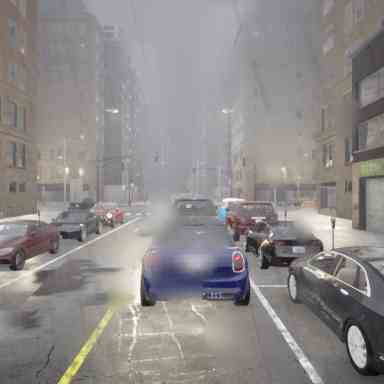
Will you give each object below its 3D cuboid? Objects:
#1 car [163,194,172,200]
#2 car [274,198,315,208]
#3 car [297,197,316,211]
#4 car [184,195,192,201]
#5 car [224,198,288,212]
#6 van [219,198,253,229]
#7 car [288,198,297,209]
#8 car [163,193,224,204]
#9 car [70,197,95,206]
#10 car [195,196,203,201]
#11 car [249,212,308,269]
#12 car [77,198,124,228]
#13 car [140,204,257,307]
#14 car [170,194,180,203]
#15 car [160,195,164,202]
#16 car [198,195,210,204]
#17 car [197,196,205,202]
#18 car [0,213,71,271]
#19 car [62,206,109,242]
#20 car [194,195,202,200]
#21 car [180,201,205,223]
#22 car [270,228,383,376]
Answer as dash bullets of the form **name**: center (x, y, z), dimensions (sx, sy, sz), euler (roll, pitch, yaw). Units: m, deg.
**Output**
- **car**: center (-6.884, 1.389, 93.887), dimensions (2.192, 1.841, 5.009), euler (0, 0, -1)
- **car**: center (15.024, 1.540, 48.788), dimensions (5.357, 1.411, 2.033), euler (0, 0, -1)
- **car**: center (15.331, 1.458, 38.841), dimensions (5.008, 1.535, 1.882), euler (0, 0, -1)
- **car**: center (-1.141, 1.614, 91.061), dimensions (1.994, 1.385, 4.181), euler (0, 0, -1)
- **car**: center (2.808, 1.315, 16.416), dimensions (2.192, 1.841, 5.009), euler (0, 0, 0)
- **van**: center (2.789, 1.341, 21.939), dimensions (1.690, 1.788, 3.998), euler (0, 0, 0)
- **car**: center (14.891, 1.480, 45.537), dimensions (4.902, 1.511, 2.128), euler (0, 0, -1)
- **car**: center (0.050, 1.222, 15.528), dimensions (2.150, 2.045, 5.566), euler (0, 0, 0)
- **car**: center (-11.612, 1.357, 38.301), dimensions (4.553, 1.767, 2.097), euler (0, 0, 4)
- **car**: center (1.783, 1.638, 88.437), dimensions (1.802, 1.307, 4.206), euler (0, 0, -1)
- **car**: center (2.826, 1.566, 10.892), dimensions (1.947, 1.339, 4.313), euler (0, 0, 0)
- **car**: center (-5.737, 1.440, 21.905), dimensions (1.967, 1.590, 4.097), euler (0, 0, 0)
- **car**: center (0.026, 1.352, 8.164), dimensions (2.097, 1.767, 4.553), euler (0, 0, -1)
- **car**: center (-3.646, 1.388, 71.401), dimensions (2.097, 1.767, 4.553), euler (0, 0, -1)
- **car**: center (-6.453, 1.478, 76.927), dimensions (1.967, 1.590, 4.097), euler (0, 0, -1)
- **car**: center (2.356, 1.466, 65.828), dimensions (1.967, 1.590, 4.097), euler (0, 0, -1)
- **car**: center (2.070, 1.620, 77.134), dimensions (1.802, 1.307, 4.206), euler (0, 0, -1)
- **car**: center (-5.700, 1.582, 10.855), dimensions (1.802, 1.307, 4.206), euler (0, 0, 0)
- **car**: center (-5.718, 1.566, 16.380), dimensions (1.947, 1.339, 4.313), euler (0, 0, 0)
- **car**: center (1.639, 1.619, 94.090), dimensions (1.887, 1.381, 4.507), euler (0, 0, -1)
- **car**: center (0.012, 1.526, 26.094), dimensions (1.812, 1.442, 4.674), euler (0, 0, -1)
- **car**: center (2.845, 1.551, 5.368), dimensions (2.008, 1.369, 4.403), euler (0, 0, 0)
